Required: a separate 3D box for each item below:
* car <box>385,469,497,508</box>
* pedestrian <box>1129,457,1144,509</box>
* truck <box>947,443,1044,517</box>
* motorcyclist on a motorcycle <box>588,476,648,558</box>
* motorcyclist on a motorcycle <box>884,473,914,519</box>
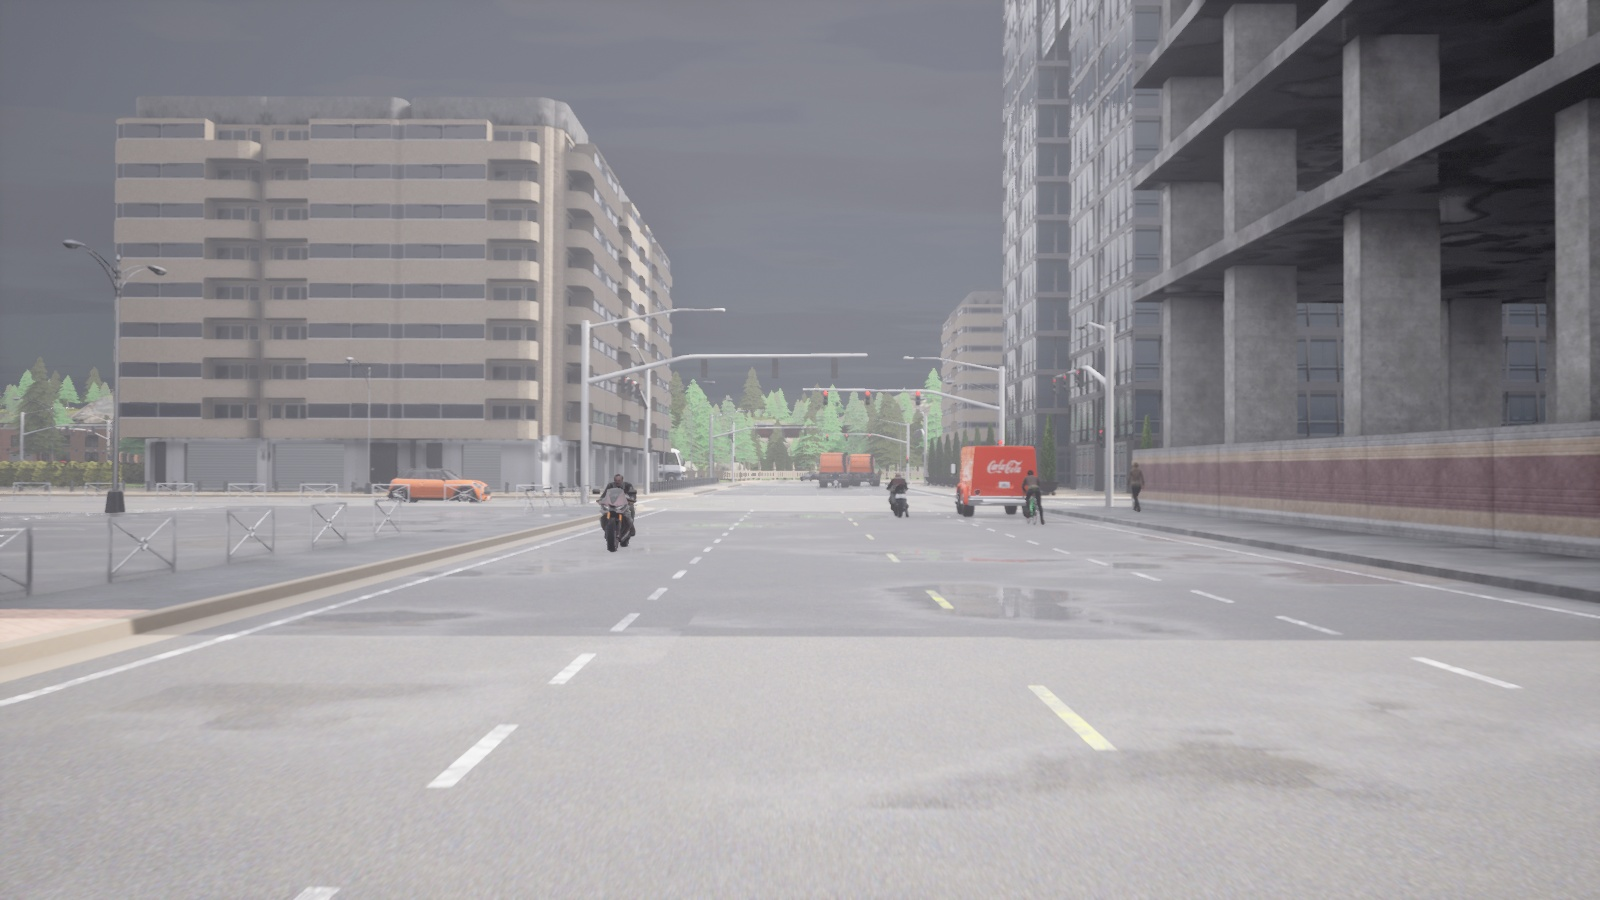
[{"bbox_3d":[-16.591,1.769,58.200,4.553,1.767,2.097,0,-1,0],"label":"car"},{"bbox_3d":[11.928,1.173,44.538,0.331,1.846,0.634,0,-1,1],"label":"pedestrian"},{"bbox_3d":[6.888,1.051,44.858,2.627,2.467,5.204,0,-1,0],"label":"truck"},{"bbox_3d":[-3.561,1.278,24.742,0.866,1.530,2.191,0,-1,0],"label":"motorcyclist on a motorcycle"},{"bbox_3d":[3.393,1.561,43.315,0.866,1.530,2.191,0,-1,0],"label":"motorcyclist on a motorcycle"}]
